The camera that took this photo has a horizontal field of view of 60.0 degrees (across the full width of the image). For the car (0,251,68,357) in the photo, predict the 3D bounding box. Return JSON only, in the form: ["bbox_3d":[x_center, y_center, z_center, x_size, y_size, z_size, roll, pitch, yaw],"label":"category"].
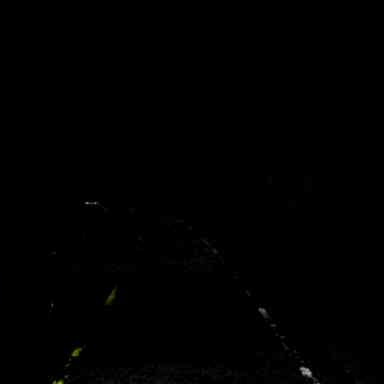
[{"bbox_3d":[-3.252,1.554,4.207,2.033,1.411,5.357,0,0,-2],"label":"car"}]

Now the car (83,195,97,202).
[{"bbox_3d":[-22.960,1.415,74.807,2.097,1.767,4.553,0,0,-31],"label":"car"}]

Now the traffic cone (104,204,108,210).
[{"bbox_3d":[-10.673,1.985,41.777,0.340,0.580,0.340,0,0,-17],"label":"traffic cone"}]
